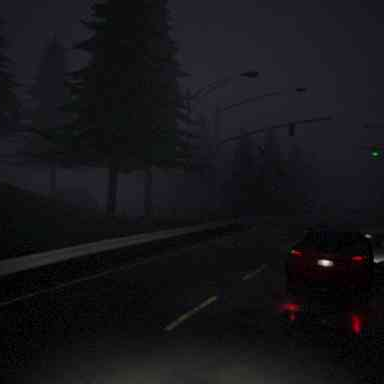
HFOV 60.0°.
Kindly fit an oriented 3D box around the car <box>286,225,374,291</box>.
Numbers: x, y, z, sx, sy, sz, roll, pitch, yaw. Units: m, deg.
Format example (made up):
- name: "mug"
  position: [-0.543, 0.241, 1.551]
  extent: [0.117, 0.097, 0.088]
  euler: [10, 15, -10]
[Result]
- name: "car"
  position: [4.016, 1.624, 9.438]
  extent: [1.994, 1.385, 4.181]
  euler: [1, 0, 28]
